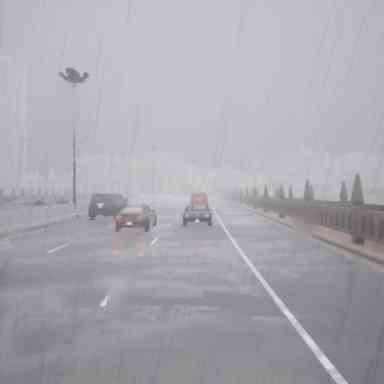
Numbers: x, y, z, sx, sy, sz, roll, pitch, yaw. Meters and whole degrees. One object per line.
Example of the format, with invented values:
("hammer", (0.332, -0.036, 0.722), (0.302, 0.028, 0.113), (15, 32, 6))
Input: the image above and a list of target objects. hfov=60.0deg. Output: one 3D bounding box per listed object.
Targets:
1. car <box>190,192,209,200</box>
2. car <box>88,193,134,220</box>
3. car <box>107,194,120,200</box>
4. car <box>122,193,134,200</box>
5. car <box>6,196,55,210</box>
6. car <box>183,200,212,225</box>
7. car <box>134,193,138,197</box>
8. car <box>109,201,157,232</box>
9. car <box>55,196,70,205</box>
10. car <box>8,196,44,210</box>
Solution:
("car", (0.924, 1.037, 41.431), (2.150, 2.045, 5.566), (0, 0, 2))
("car", (-6.511, 1.103, 26.620), (2.150, 2.045, 5.566), (0, 0, 2))
("car", (-19.072, 1.240, 80.701), (1.895, 1.301, 4.718), (0, 0, 2))
("car", (-15.549, 1.117, 81.463), (1.882, 1.535, 5.008), (0, 0, 2))
("car", (-13.676, 1.380, 27.917), (1.837, 1.490, 4.892), (0, 0, 2))
("car", (0.393, 1.498, 23.003), (1.895, 1.301, 4.718), (0, 0, 2))
("car", (-12.411, 1.052, 68.749), (2.097, 1.767, 4.553), (0, 0, 2))
("car", (-3.193, 1.439, 19.491), (1.812, 1.442, 4.674), (0, 0, 1))
("car", (-16.787, 1.309, 41.087), (2.128, 1.511, 4.902), (0, 0, 2))
("car", (-20.294, 1.324, 40.877), (1.837, 1.490, 4.892), (0, 0, 2))
